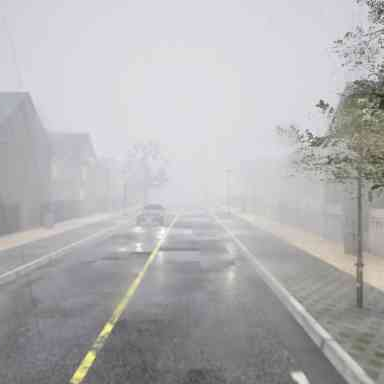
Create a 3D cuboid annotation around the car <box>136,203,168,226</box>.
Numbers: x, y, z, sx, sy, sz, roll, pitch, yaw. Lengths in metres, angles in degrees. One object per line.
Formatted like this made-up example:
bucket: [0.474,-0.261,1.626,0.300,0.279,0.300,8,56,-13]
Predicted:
car: [-2.757,1.518,23.647,1.812,1.442,4.674,0,0,0]
